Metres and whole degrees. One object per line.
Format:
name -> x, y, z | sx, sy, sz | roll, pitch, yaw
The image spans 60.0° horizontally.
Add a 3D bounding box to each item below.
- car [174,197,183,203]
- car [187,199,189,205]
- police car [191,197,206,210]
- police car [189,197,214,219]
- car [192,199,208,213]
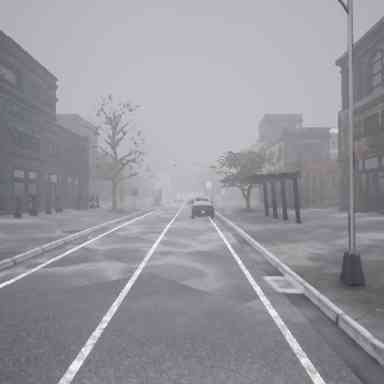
car -> -3.000, 1.763, 75.923 | 1.812, 1.442, 4.674 | 0, 0, 0
car -> 0.000, 1.827, 65.650 | 1.812, 1.442, 4.674 | 0, 0, 0
police car -> 0.899, 1.559, 45.505 | 1.930, 1.638, 5.238 | 0, 0, 0
police car -> 0.900, 1.426, 29.505 | 1.930, 1.638, 5.238 | 0, 0, 0
car -> 0.900, 1.609, 39.394 | 1.812, 1.442, 4.674 | 0, 0, 0
